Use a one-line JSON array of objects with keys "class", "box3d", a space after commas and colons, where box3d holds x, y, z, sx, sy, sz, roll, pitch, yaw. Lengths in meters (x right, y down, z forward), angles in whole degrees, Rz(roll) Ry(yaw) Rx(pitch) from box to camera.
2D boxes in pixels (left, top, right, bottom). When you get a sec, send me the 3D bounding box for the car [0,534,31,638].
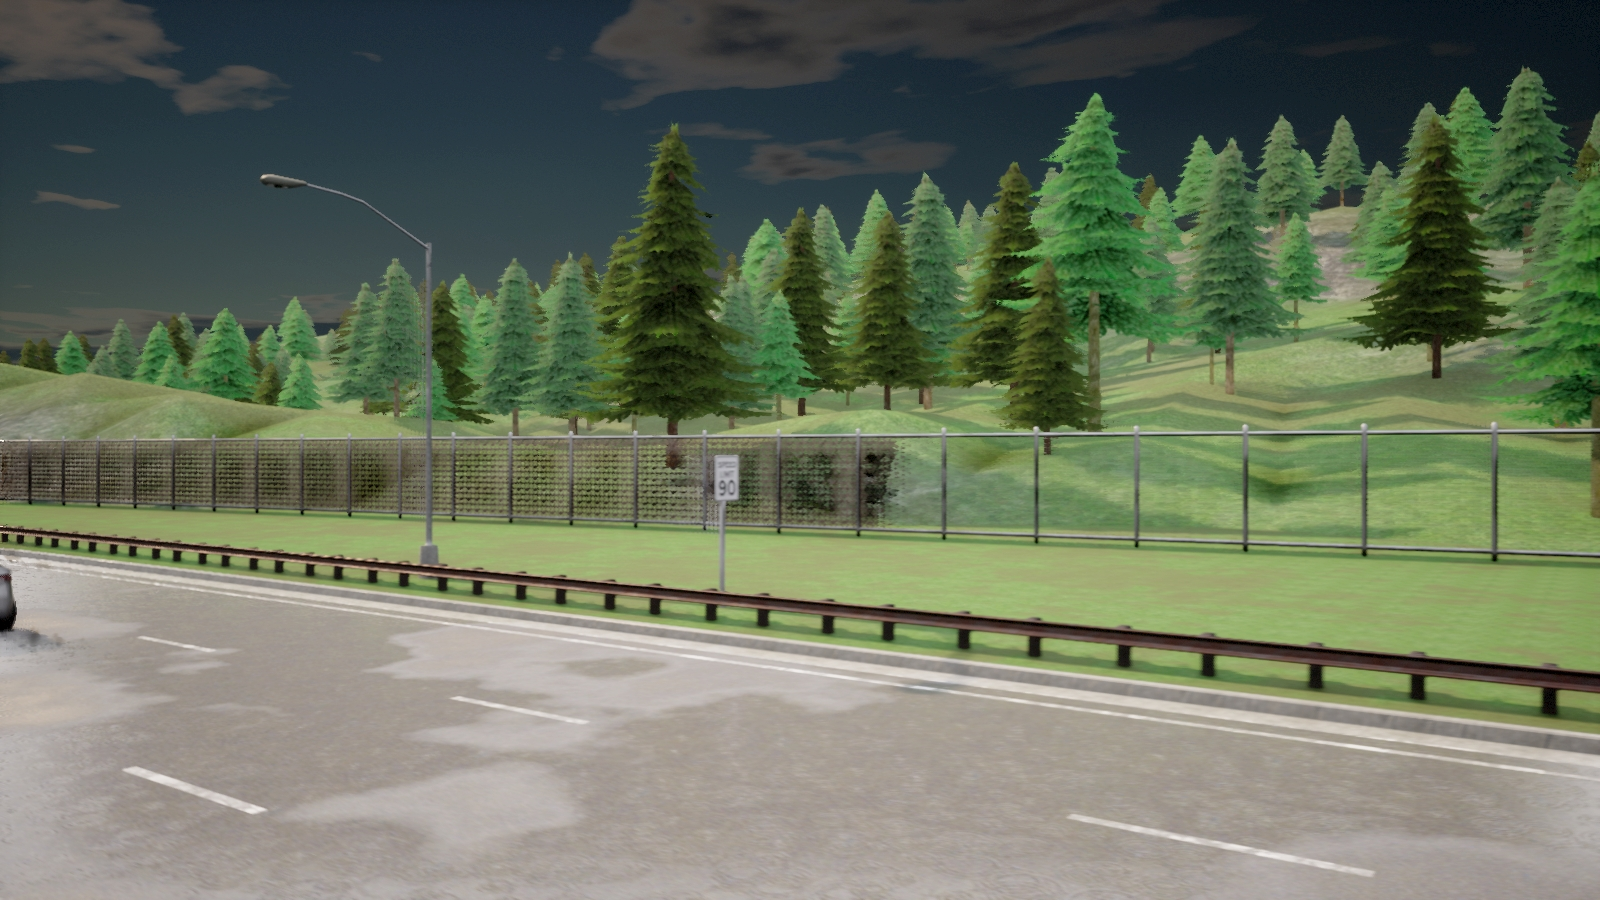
[{"class": "car", "box3d": [-13.915, 2.065, 17.799, 4.193, 1.474, 1.816, 0, 0, 35]}]
